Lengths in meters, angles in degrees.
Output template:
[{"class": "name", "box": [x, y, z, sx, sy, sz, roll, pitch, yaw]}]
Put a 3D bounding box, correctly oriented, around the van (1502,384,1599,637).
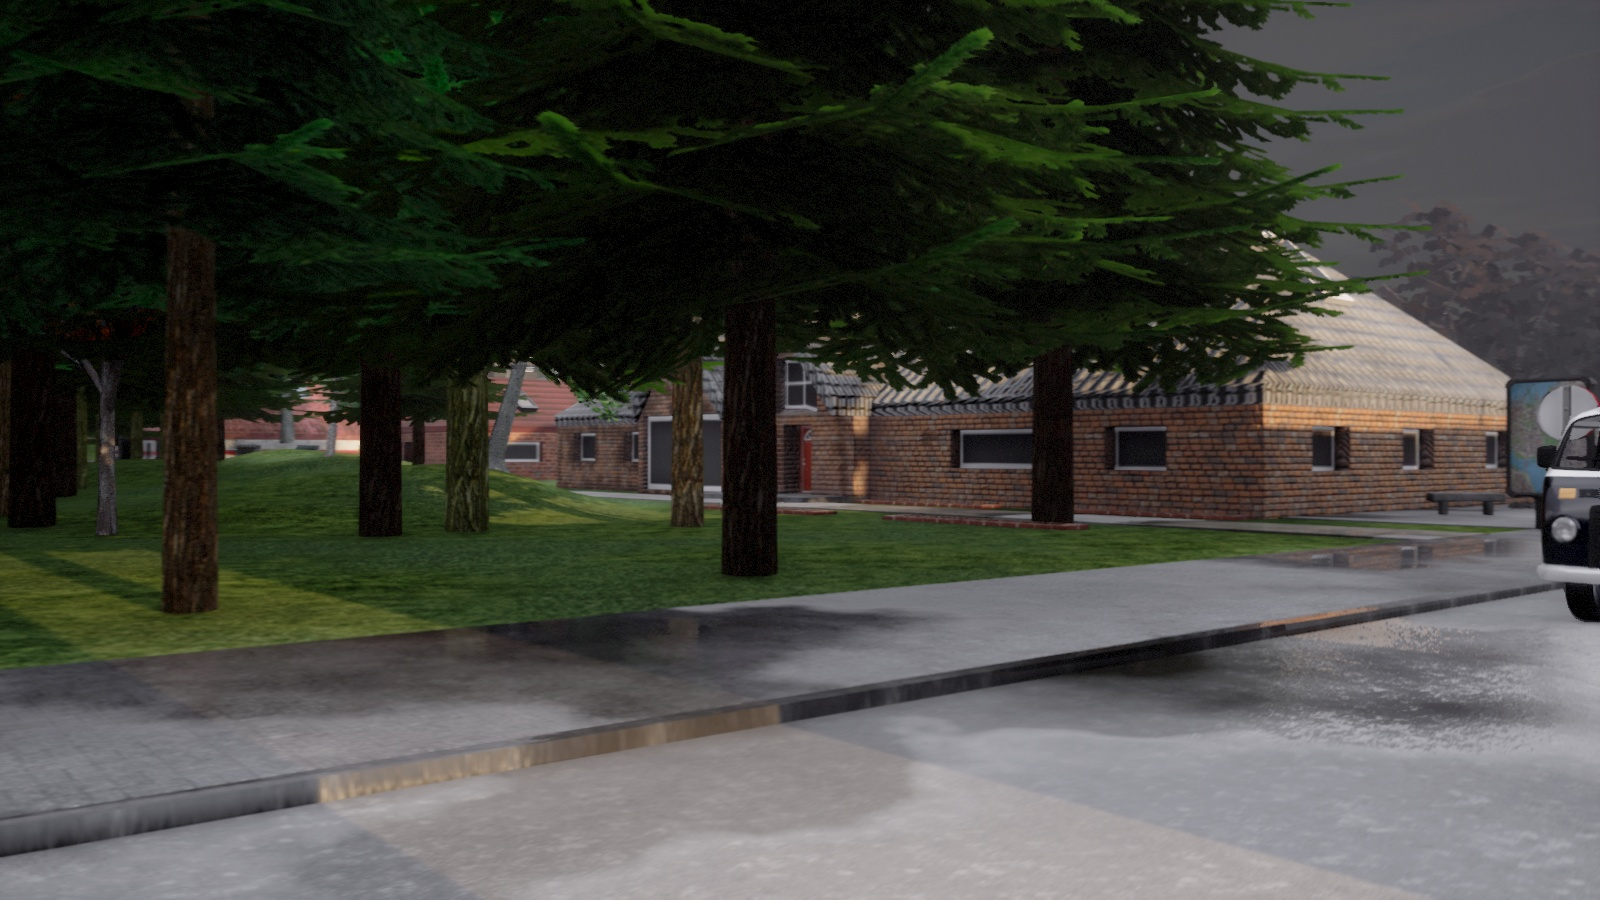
[{"class": "van", "box": [8.366, 0.486, 11.303, 4.480, 2.038, 2.069, 0, 0, -39]}]
